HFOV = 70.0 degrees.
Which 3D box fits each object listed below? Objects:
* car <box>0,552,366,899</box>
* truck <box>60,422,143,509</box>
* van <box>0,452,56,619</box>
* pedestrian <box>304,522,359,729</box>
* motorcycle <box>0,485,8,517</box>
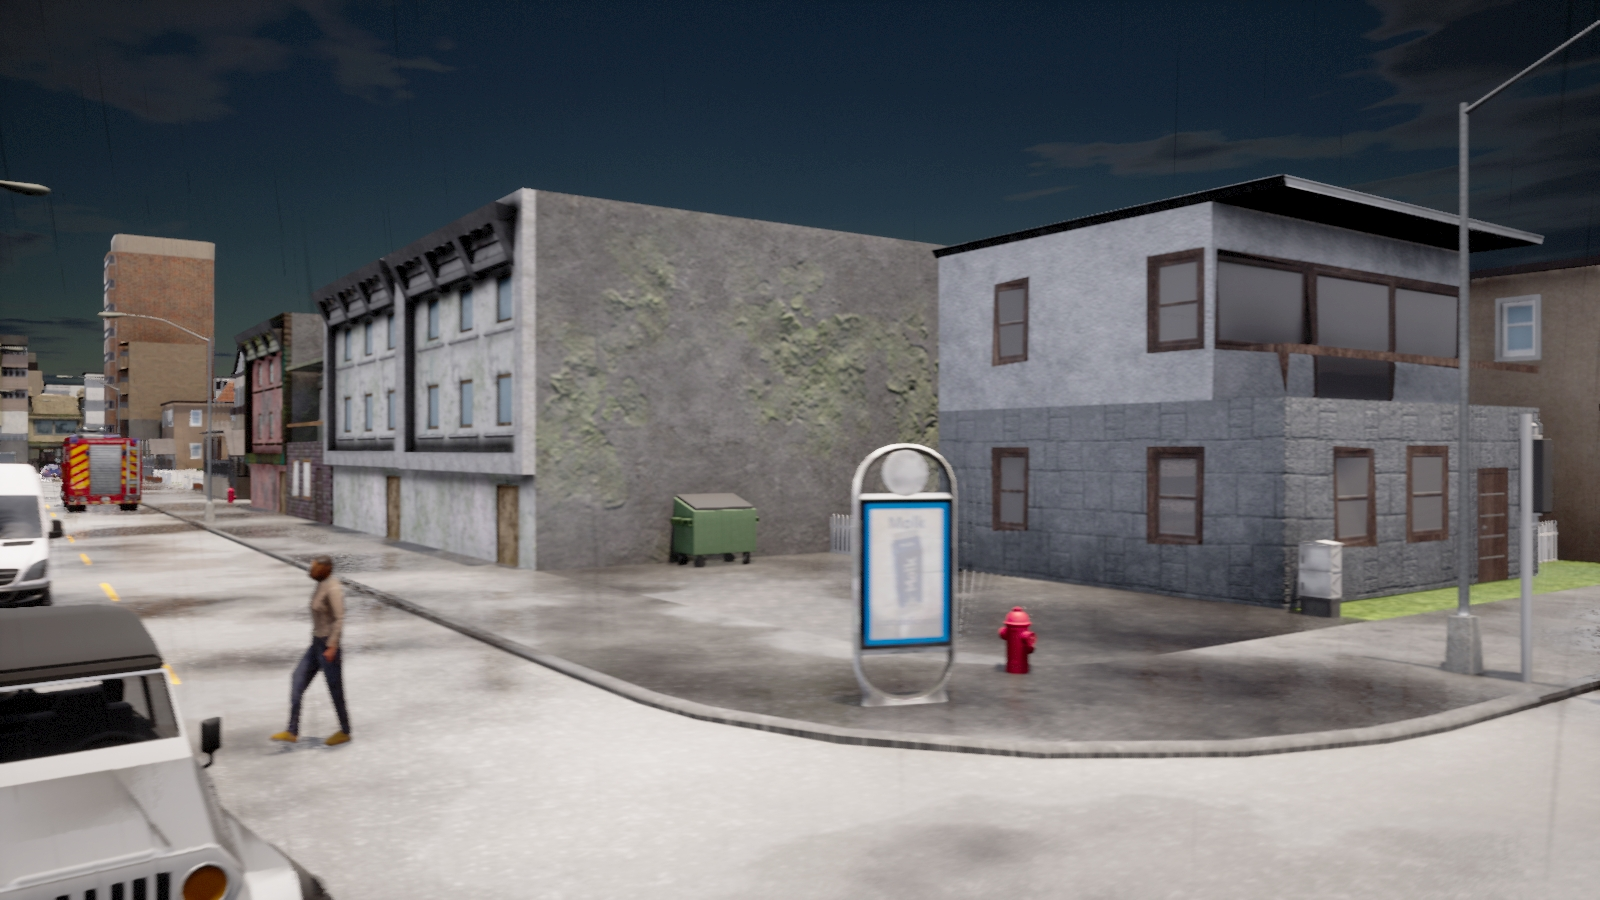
[{"bbox_3d":[-3.855,1.637,5.697,1.905,1.878,3.866,0,0,-42],"label":"car"},{"bbox_3d":[-33.313,0.670,54.348,2.891,3.827,8.468,0,0,-35],"label":"truck"},{"bbox_3d":[-14.170,1.314,19.771,1.988,2.561,5.915,0,0,-35],"label":"van"},{"bbox_3d":[-4.410,1.628,10.754,0.375,1.860,0.375,0,0,-44],"label":"pedestrian"},{"bbox_3d":[-31.102,1.960,44.077,0.856,1.236,1.805,0,-1,-35],"label":"motorcycle"}]
